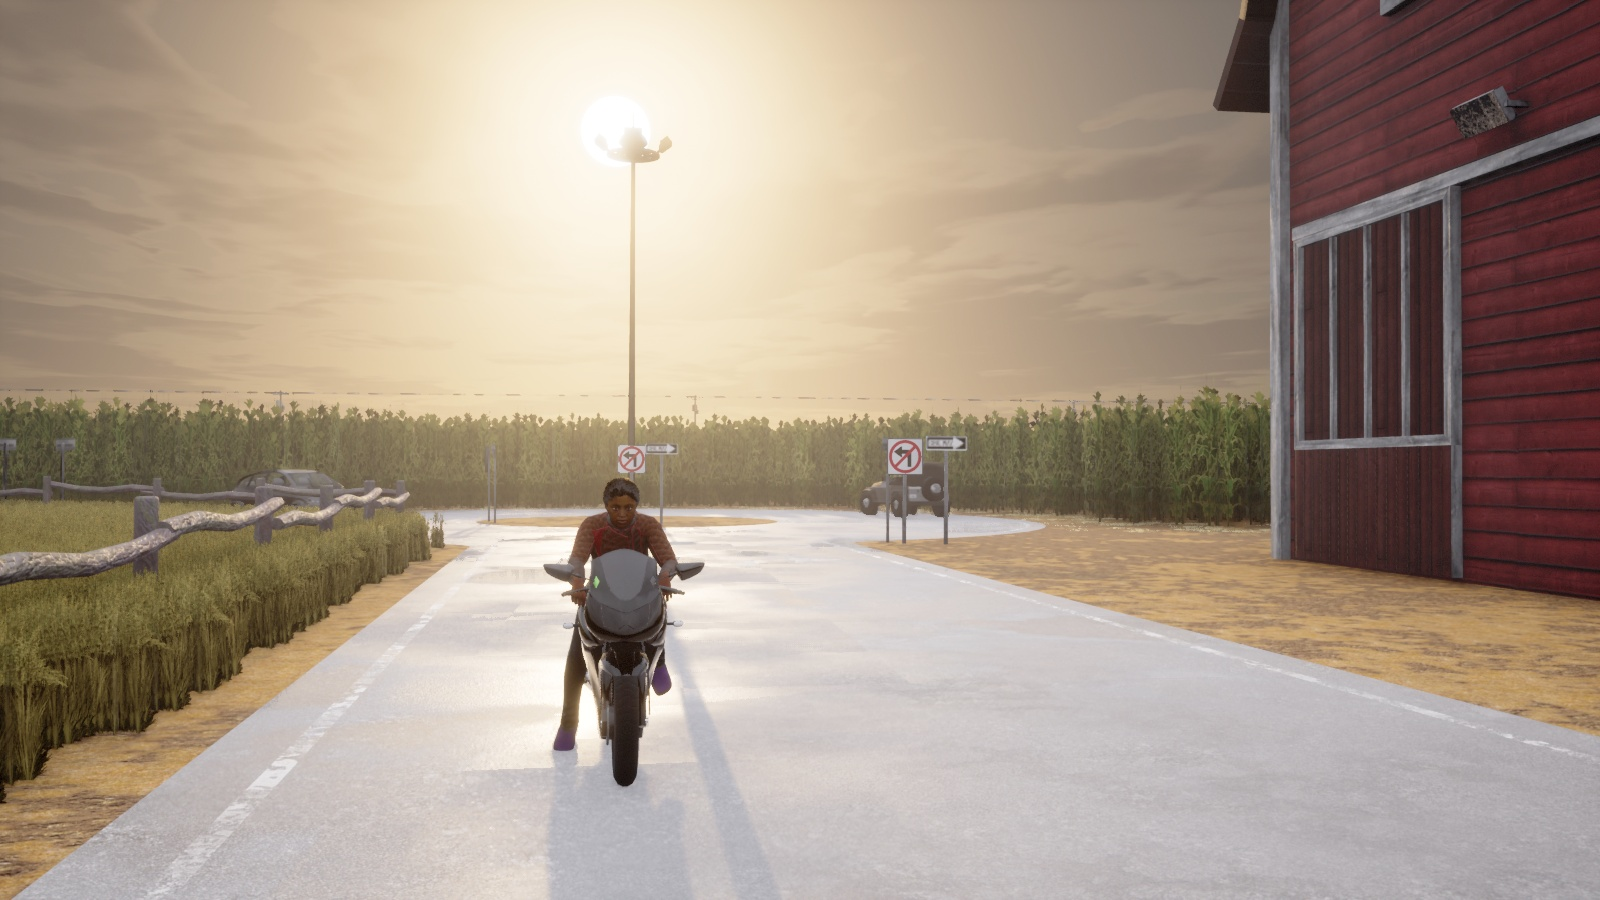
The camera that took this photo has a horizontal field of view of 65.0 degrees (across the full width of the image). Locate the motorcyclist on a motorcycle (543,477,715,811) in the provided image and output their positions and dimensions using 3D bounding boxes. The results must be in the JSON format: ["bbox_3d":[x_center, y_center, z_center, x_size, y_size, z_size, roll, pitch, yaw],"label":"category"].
[{"bbox_3d":[-0.978,0.916,6.865,0.797,1.523,2.044,0,-1,-10],"label":"motorcyclist on a motorcycle"}]

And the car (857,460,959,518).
[{"bbox_3d":[3.663,1.323,43.385,1.905,1.878,3.866,0,-1,-23],"label":"car"}]

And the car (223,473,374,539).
[{"bbox_3d":[-12.646,1.373,31.610,3.705,1.549,1.789,-1,-1,35],"label":"car"}]
